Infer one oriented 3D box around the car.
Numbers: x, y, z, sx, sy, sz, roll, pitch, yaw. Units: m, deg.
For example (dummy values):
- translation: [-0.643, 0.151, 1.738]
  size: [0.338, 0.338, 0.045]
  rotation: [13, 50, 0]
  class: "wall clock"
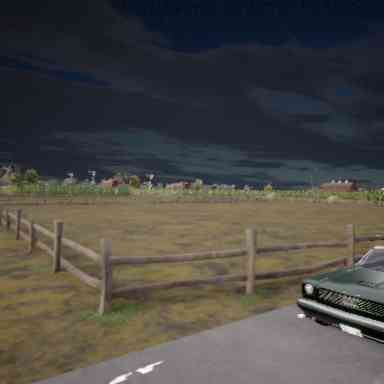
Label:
- translation: [4.014, 1.628, 5.915]
  size: [4.718, 1.301, 1.895]
  rotation: [0, 0, -35]
  class: "car"
